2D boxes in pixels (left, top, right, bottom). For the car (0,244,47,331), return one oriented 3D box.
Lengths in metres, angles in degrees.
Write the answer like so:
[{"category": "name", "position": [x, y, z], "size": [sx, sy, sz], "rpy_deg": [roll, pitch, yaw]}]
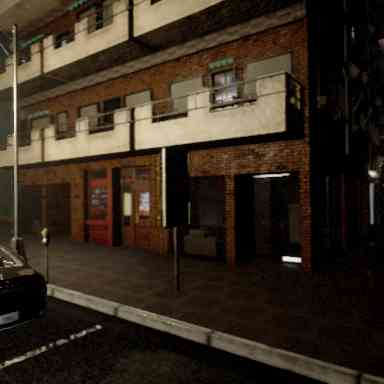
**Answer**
[{"category": "car", "position": [-4.372, 1.559, 6.005], "size": [4.403, 1.369, 2.008], "rpy_deg": [0, -1, 36]}]
